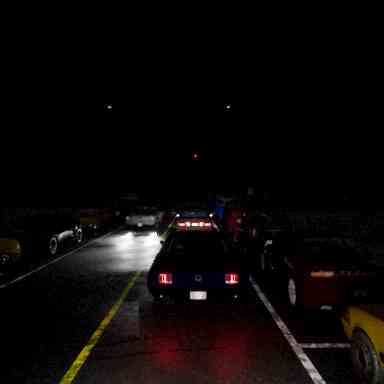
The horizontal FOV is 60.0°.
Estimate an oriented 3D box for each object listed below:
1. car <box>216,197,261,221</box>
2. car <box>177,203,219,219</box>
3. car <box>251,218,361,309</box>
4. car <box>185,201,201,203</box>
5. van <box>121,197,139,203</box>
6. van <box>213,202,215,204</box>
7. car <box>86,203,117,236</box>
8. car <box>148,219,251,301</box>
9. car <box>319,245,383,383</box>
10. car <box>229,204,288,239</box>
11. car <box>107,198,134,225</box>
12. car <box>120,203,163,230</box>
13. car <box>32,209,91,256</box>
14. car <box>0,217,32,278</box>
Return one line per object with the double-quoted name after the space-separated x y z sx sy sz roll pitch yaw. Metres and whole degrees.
2.797 1.317 18.579 2.192 1.841 5.009 0 0 0 "car"
0.133 1.549 17.885 2.033 1.411 5.357 0 0 0 "car"
2.775 1.545 7.704 1.887 1.381 4.507 0 0 0 "car"
0.053 1.482 27.712 1.882 1.535 5.008 0 0 0 "car"
-5.706 1.346 29.472 1.690 1.788 3.998 0 0 0 "van"
2.820 1.346 29.454 1.690 1.788 3.998 0 0 0 "van"
-5.728 1.527 18.427 1.752 1.417 4.829 0 0 0 "car"
0.117 1.601 8.294 1.895 1.301 4.718 0 0 0 "car"
2.765 1.525 2.436 1.752 1.417 4.829 0 0 0 "car"
2.786 1.441 13.141 1.967 1.590 4.097 0 0 0 "car"
-5.717 1.443 24.034 1.967 1.590 4.097 0 0 0 "car"
-3.009 1.603 21.521 1.895 1.301 4.718 0 0 1 "car"
-5.739 1.567 13.159 1.947 1.339 4.313 0 0 0 "car"
-5.750 1.526 7.552 1.752 1.417 4.829 0 0 0 "car"
